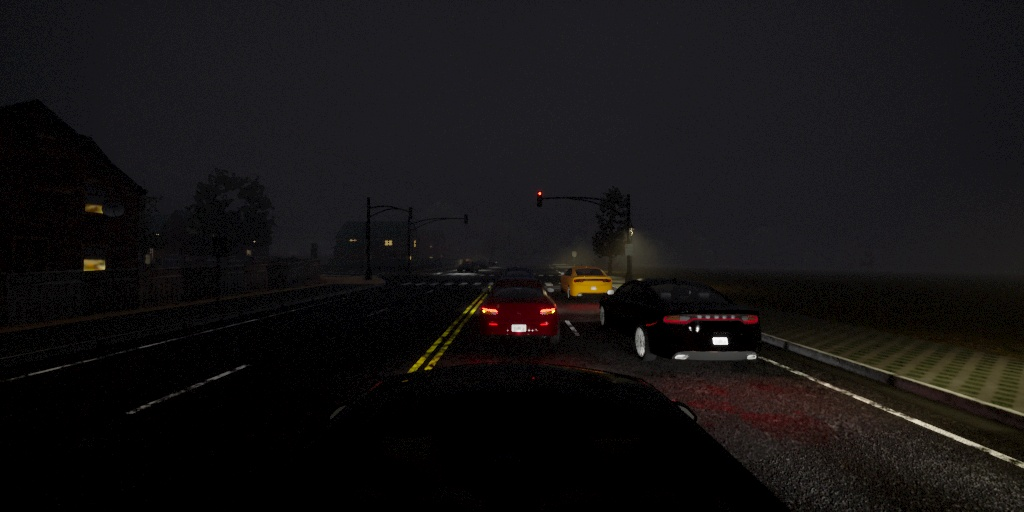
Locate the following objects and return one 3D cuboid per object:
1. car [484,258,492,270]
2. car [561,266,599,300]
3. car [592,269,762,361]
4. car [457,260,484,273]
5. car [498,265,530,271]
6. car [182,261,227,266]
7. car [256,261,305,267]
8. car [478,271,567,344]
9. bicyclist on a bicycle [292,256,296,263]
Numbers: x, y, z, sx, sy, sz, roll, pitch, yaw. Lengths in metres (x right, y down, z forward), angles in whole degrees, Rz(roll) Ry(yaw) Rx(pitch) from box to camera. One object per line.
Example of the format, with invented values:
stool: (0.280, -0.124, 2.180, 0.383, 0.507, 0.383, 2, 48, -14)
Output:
car: (-4.855, 1.321, 56.409, 1.882, 1.535, 5.008, 0, 0, 4)
car: (3.532, 1.239, 17.769, 1.882, 1.535, 5.008, 0, 0, 1)
car: (3.402, 1.231, 8.301, 1.882, 1.535, 5.008, 0, 0, 0)
car: (-5.448, 1.365, 45.529, 2.033, 1.411, 5.357, 0, 0, 6)
car: (0.281, 1.289, 18.582, 1.812, 1.442, 4.674, 0, 0, 0)
car: (-30.849, 0.875, 35.676, 4.718, 1.301, 1.895, 1, -1, 16)
car: (-21.062, 0.910, 32.962, 5.008, 1.535, 1.882, 1, -1, 16)
car: (0.163, 1.280, 9.475, 1.812, 1.442, 4.674, 0, 0, 1)
bicyclist on a bicycle: (-24.251, 0.780, 39.936, 0.582, 1.620, 1.656, 1, -1, 15)
